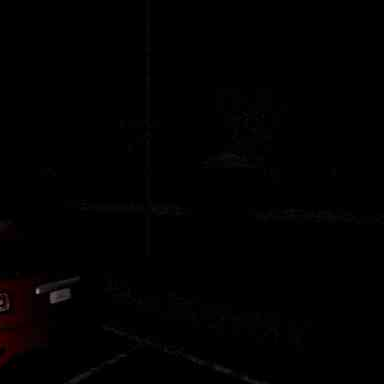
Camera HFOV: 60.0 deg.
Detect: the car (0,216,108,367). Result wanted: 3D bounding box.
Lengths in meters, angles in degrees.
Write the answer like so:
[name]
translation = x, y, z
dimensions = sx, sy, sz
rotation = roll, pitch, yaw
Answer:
[car]
translation = -3.512, 1.318, 5.351
dimensions = 5.009, 1.841, 2.192
rotation = 0, 0, 35
